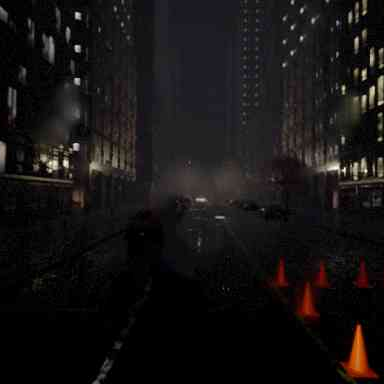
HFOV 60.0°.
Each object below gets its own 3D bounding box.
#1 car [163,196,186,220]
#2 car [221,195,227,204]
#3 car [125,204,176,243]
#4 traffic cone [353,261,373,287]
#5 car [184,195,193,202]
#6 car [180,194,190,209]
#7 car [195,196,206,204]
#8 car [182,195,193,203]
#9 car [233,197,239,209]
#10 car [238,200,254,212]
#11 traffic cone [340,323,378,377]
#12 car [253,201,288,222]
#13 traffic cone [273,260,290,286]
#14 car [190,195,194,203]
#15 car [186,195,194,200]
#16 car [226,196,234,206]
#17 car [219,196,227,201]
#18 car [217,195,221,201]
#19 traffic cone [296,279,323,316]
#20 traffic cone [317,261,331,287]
[{"bbox_3d":[-1.774,1.418,27.498,1.967,1.590,4.097,1,0,1],"label":"car"},{"bbox_3d":[7.448,1.617,67.022,1.947,1.339,4.313,1,0,1],"label":"car"},{"bbox_3d":[-2.018,1.523,16.148,1.887,1.381,4.507,1,0,1],"label":"car"},{"bbox_3d":[4.218,2.012,8.215,0.340,0.580,0.340,1,0,1],"label":"traffic cone"},{"bbox_3d":[-0.812,1.460,72.723,1.752,1.417,4.829,1,0,1],"label":"car"},{"bbox_3d":[-1.650,1.292,33.172,2.192,1.841,5.009,1,0,1],"label":"car"},{"bbox_3d":[1.679,1.509,63.709,1.812,1.442,4.674,1,0,1],"label":"car"},{"bbox_3d":[-0.927,1.384,67.218,1.967,1.590,4.097,1,0,1],"label":"car"},{"bbox_3d":[6.964,1.660,44.327,1.802,1.307,4.206,1,0,1],"label":"car"},{"bbox_3d":[6.843,1.664,38.654,1.802,1.307,4.206,1,0,1],"label":"car"},{"bbox_3d":[2.134,1.985,4.258,0.340,0.580,0.340,1,0,1],"label":"traffic cone"},{"bbox_3d":[6.601,1.651,27.308,1.947,1.339,4.313,1,0,1],"label":"car"},{"bbox_3d":[2.219,1.987,8.257,0.340,0.580,0.340,1,0,1],"label":"traffic cone"},{"bbox_3d":[-1.166,1.275,55.870,2.192,1.841,5.009,1,0,1],"label":"car"},{"bbox_3d":[-0.446,1.468,89.915,1.947,1.339,4.313,1,0,1],"label":"car"},{"bbox_3d":[7.210,1.592,55.845,1.752,1.417,4.829,1,0,1],"label":"car"},{"bbox_3d":[7.810,1.603,84.041,1.802,1.307,4.206,1,0,1],"label":"car"},{"bbox_3d":[7.690,1.577,78.369,1.887,1.381,4.507,1,0,1],"label":"car"},{"bbox_3d":[2.176,1.986,6.258,0.340,0.580,0.340,1,0,1],"label":"traffic cone"},{"bbox_3d":[3.219,2.000,8.235,0.340,0.580,0.340,1,0,1],"label":"traffic cone"}]
